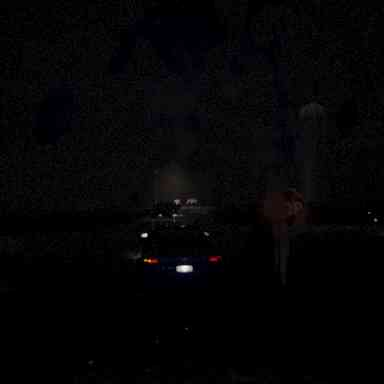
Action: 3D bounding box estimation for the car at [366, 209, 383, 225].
[{"bbox_3d":[12.650,1.219,19.020,4.718,1.301,1.895,-2,-1,-2],"label":"car"}]

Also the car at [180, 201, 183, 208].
[{"bbox_3d":[-2.834,1.960,51.893,2.128,1.511,4.902,0,-1,0],"label":"car"}]

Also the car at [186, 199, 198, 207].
[{"bbox_3d":[-0.008,2.036,63.857,2.097,1.767,4.553,0,-1,0],"label":"car"}]

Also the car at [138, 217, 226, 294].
[{"bbox_3d":[-0.418,1.597,9.017,1.994,1.385,4.181,0,0,-7],"label":"car"}]

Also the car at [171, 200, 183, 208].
[{"bbox_3d":[-2.778,2.211,61.843,1.994,1.385,4.181,0,-1,1],"label":"car"}]

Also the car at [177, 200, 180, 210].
[{"bbox_3d":[-2.843,1.912,42.185,1.895,1.301,4.718,0,-1,0],"label":"car"}]

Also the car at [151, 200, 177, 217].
[{"bbox_3d":[-2.858,1.737,32.567,2.033,1.411,5.357,0,-1,0],"label":"car"}]
